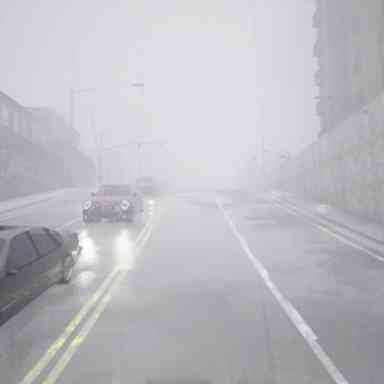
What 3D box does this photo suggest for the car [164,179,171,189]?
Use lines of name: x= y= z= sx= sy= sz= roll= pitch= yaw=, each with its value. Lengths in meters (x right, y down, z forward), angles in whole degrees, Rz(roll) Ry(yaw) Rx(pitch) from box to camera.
car: x=-3.545 y=-0.894 z=39.816 sx=1.812 sy=1.442 sz=4.674 roll=0 pitch=-2 yaw=0

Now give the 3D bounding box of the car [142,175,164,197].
car: x=-3.570 y=-0.522 z=26.002 sx=1.837 sy=1.490 sz=4.892 roll=0 pitch=6 yaw=0

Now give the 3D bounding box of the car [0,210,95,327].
car: x=-3.607 y=1.374 z=5.989 sx=2.033 sy=1.411 sz=5.357 roll=0 pitch=3 yaw=0

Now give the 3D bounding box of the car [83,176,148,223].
car: x=-3.601 y=0.351 z=15.851 sx=2.097 sy=1.767 sz=4.553 roll=0 pitch=6 yaw=0
